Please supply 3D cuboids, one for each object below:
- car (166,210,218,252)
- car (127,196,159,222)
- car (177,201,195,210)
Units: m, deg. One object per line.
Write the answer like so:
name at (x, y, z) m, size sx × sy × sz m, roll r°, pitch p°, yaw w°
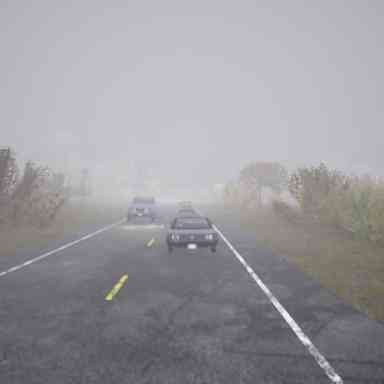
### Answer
car at (-0.026, 1.661, 14.112) m, size 1.895 × 1.301 × 4.718 m, roll 0°, pitch 0°, yaw -1°
car at (-3.940, 1.331, 27.489) m, size 2.150 × 2.045 × 5.566 m, roll 0°, pitch 0°, yaw -2°
car at (-0.639, 1.680, 36.309) m, size 2.033 × 1.411 × 5.357 m, roll 0°, pitch 0°, yaw -2°
